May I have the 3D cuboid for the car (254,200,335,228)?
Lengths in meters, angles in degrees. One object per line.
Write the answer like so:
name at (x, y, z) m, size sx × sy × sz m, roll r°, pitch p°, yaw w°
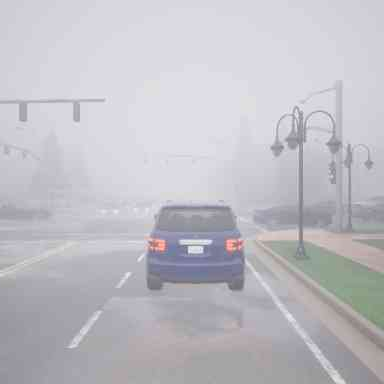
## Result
car at (6.457, 1.477, 21.527) m, size 5.008 × 1.535 × 1.882 m, roll 0°, pitch 0°, yaw 0°

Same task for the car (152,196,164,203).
car at (-6.959, 1.505, 68.062) m, size 1.837 × 1.490 × 4.892 m, roll 0°, pitch 0°, yaw 0°

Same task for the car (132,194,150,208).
car at (-7.045, 1.477, 48.997) m, size 1.882 × 1.535 × 5.008 m, roll 0°, pitch 0°, yaw 0°

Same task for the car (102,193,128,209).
car at (-10.557, 1.352, 44.925) m, size 2.097 × 1.767 × 4.553 m, roll 0°, pitch 0°, yaw 0°

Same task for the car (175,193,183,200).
car at (-3.432, 1.210, 87.778) m, size 2.097 × 1.767 × 4.553 m, roll 0°, pitch 0°, yaw 0°

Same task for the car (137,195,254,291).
car at (0.087, 1.221, 9.185) m, size 2.150 × 2.045 × 5.566 m, roll 0°, pitch 0°, yaw 0°

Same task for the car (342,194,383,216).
car at (16.211, 1.221, 28.810) m, size 5.566 × 2.045 × 2.150 m, roll 0°, pitch 0°, yaw -1°

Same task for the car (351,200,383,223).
car at (14.924, 1.525, 25.063) m, size 4.674 × 1.442 × 1.812 m, roll 0°, pitch 0°, yaw 0°

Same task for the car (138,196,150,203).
car at (-10.443, 1.540, 72.790) m, size 2.033 × 1.411 × 5.357 m, roll 0°, pitch 0°, yaw 0°

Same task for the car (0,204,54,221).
car at (-13.511, 1.601, 26.342) m, size 4.718 × 1.301 × 1.895 m, roll 0°, pitch 0°, yaw -12°

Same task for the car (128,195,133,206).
car at (-10.540, 1.564, 53.555) m, size 1.994 × 1.385 × 4.181 m, roll 0°, pitch 0°, yaw 1°

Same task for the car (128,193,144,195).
car at (-10.507, 1.477, 62.376) m, size 1.882 × 1.535 × 5.008 m, roll 0°, pitch 0°, yaw 0°

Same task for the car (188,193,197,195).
car at (0.061, 1.544, 77.933) m, size 1.994 × 1.385 × 4.181 m, roll 0°, pitch 0°, yaw 0°
